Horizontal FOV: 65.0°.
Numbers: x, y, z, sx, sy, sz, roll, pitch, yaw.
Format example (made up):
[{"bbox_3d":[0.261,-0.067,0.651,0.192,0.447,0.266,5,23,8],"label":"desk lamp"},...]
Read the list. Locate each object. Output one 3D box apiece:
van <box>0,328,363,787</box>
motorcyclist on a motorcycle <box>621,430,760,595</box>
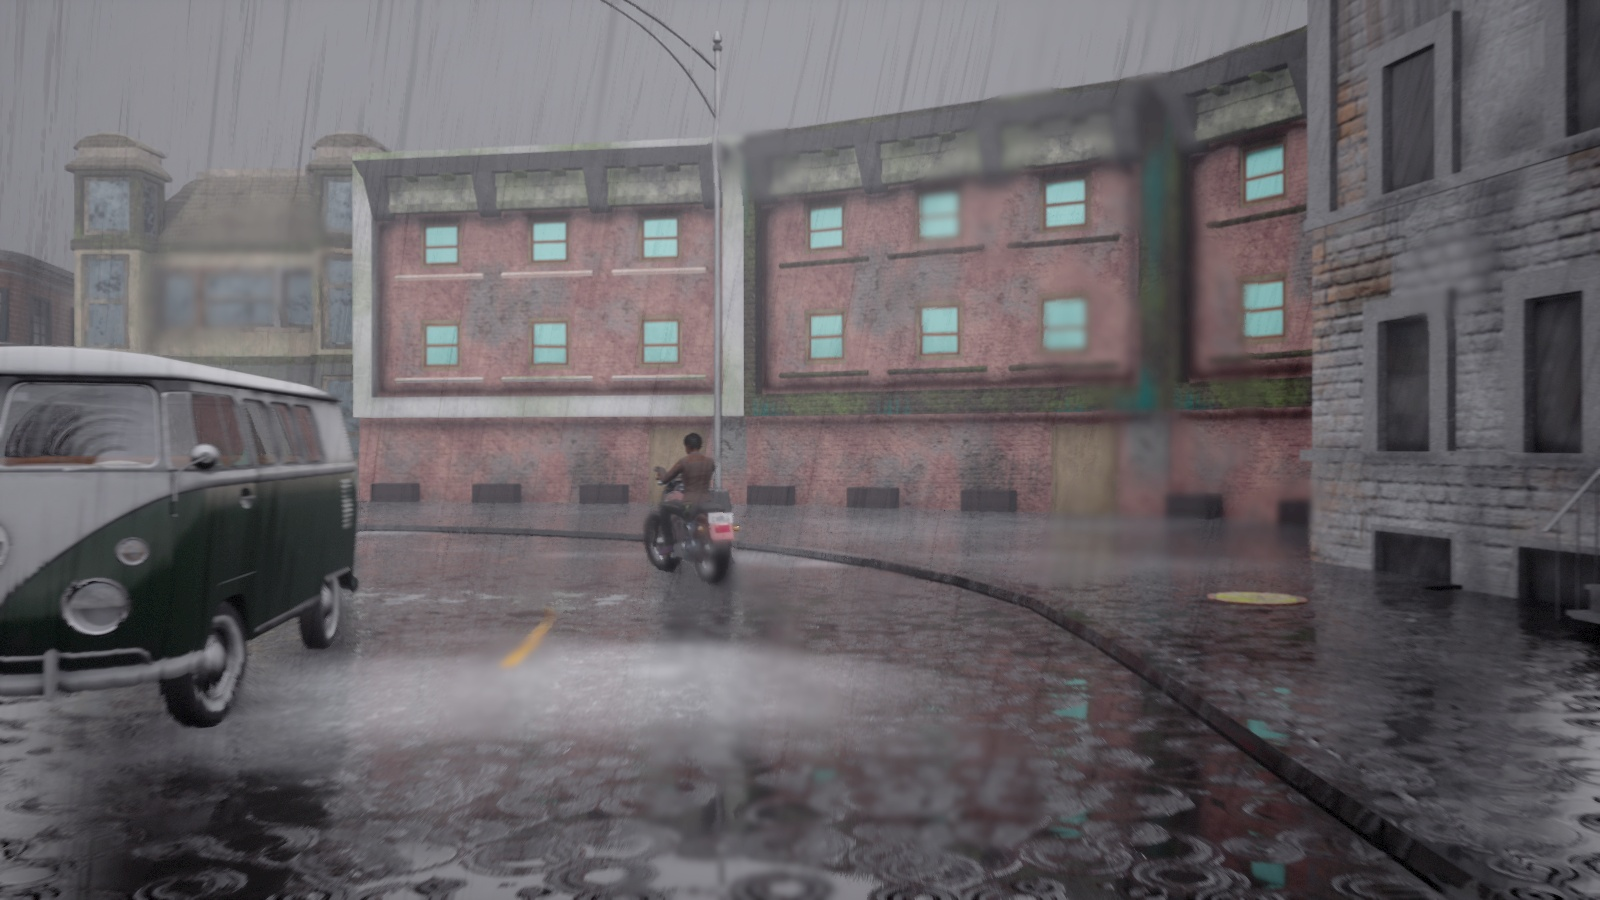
[{"bbox_3d":[-4.029,0.453,7.603,1.775,1.987,4.442,0,0,-8],"label":"van"},{"bbox_3d":[-1.257,0.619,13.845,0.766,1.649,2.350,-1,1,-24],"label":"motorcyclist on a motorcycle"}]
